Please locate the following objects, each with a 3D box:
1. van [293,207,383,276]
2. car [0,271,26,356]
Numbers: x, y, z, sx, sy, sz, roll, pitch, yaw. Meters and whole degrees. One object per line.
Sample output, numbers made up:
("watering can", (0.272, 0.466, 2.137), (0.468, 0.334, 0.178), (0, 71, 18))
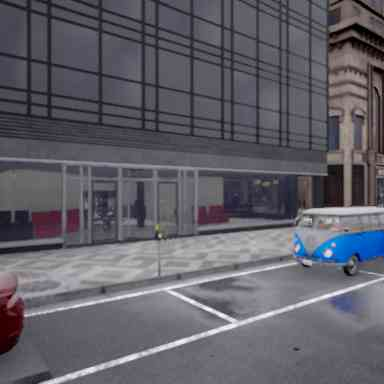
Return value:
("van", (4.791, 1.359, 10.105), (3.998, 1.788, 1.690), (0, 0, -36))
("car", (-4.312, 1.541, 3.571), (4.507, 1.381, 1.887), (0, 0, -36))
